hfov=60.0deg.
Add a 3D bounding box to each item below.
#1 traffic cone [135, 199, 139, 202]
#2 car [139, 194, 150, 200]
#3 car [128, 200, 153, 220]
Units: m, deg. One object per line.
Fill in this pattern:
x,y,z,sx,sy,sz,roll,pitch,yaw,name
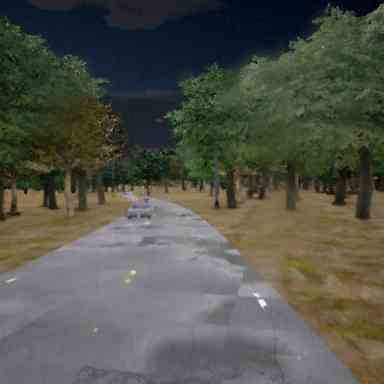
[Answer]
-11.043,1.783,68.806,0.340,0.580,0.340,-2,1,-11,traffic cone
-9.684,1.216,68.104,2.097,1.767,4.553,0,0,-11,car
-4.304,1.586,28.056,1.895,1.301,4.718,0,0,-5,car
